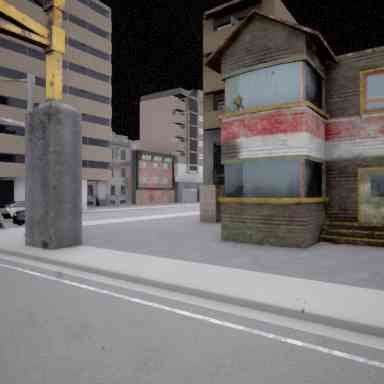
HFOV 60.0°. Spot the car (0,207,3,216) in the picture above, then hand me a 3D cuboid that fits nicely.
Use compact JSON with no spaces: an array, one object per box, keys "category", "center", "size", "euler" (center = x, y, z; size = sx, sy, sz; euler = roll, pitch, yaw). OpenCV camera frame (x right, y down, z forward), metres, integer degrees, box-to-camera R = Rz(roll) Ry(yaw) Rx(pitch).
[{"category":"car","center":[-13.222,1.233,25.685],"size":[4.536,1.218,1.853],"euler":[0,0,-30]}]

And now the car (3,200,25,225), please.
[{"category":"car","center":[-10.065,1.397,22.985],"size":[2.038,1.542,4.974],"euler":[0,0,15]}]
